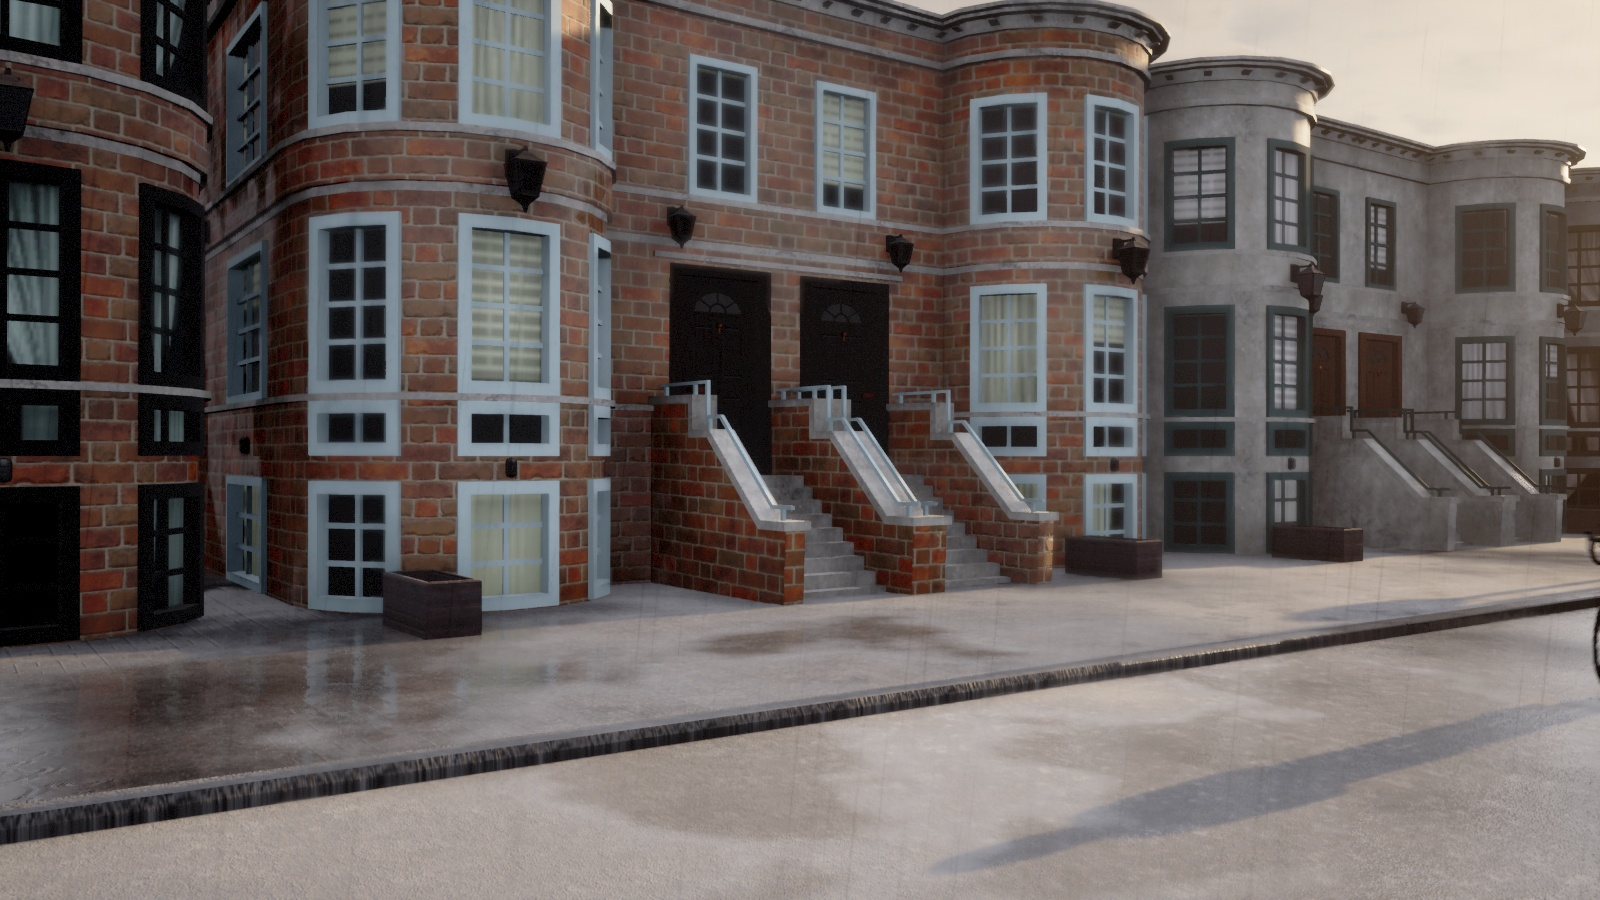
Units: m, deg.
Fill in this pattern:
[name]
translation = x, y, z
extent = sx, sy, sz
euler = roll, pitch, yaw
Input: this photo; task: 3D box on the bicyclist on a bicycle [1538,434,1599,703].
[bicyclist on a bicycle]
translation = 5.454, 0.706, 8.067
extent = 1.656, 1.620, 0.582
euler = -1, 0, -35
